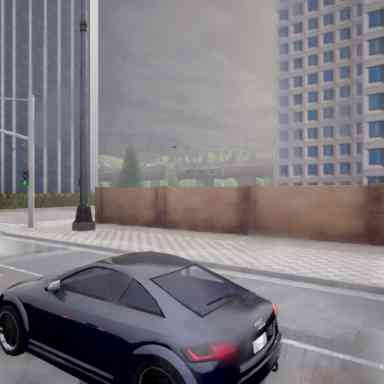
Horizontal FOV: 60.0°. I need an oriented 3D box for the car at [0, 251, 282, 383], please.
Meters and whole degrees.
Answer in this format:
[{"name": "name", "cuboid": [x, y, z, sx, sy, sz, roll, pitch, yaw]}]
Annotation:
[{"name": "car", "cuboid": [-0.930, 1.564, 4.665, 4.181, 1.385, 1.994, 0, 0, 35]}]
